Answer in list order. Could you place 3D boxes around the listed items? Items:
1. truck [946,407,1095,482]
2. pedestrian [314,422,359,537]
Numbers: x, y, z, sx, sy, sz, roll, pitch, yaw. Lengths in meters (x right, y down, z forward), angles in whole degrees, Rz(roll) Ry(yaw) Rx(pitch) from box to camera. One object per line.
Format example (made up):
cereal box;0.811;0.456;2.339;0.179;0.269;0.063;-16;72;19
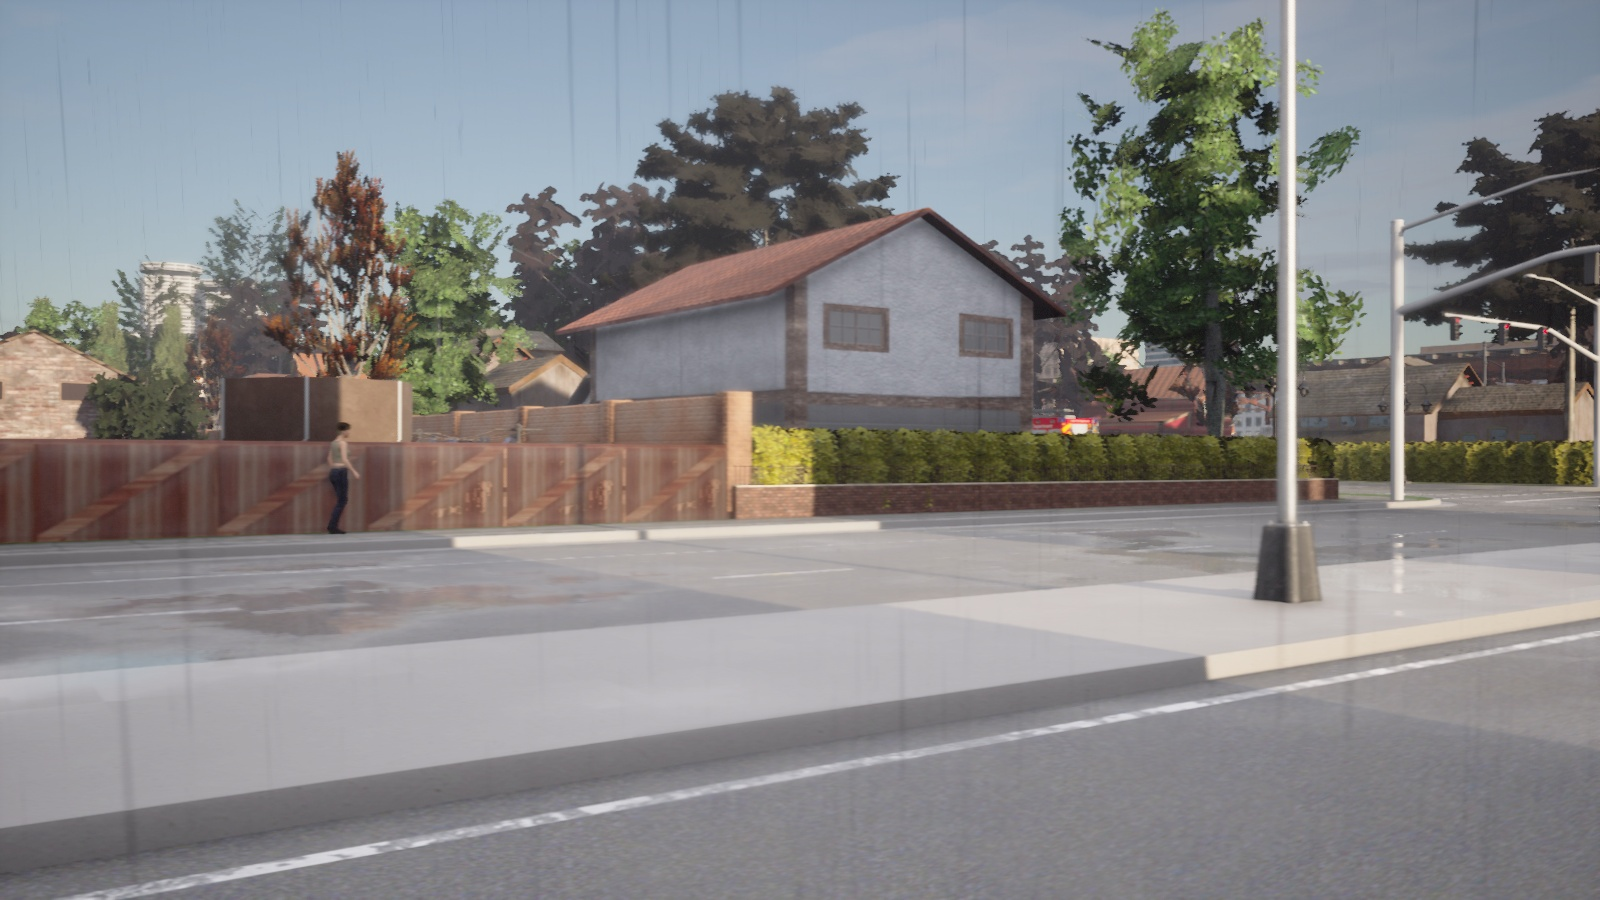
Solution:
truck;11.926;-0.276;68.840;2.891;3.827;8.468;0;0;-35
pedestrian;-7.495;0.466;20.307;0.594;1.836;0.345;0;0;-40
